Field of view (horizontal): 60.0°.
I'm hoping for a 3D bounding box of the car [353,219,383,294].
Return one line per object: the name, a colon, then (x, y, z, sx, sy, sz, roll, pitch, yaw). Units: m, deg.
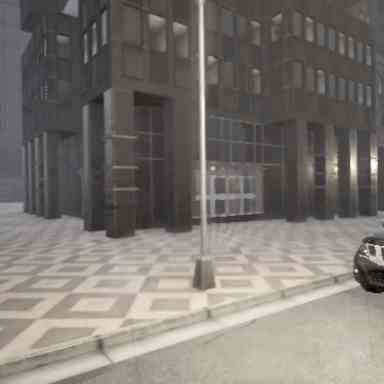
car: (6.045, 1.214, 7.692, 5.566, 2.045, 2.150, 0, 0, -36)
